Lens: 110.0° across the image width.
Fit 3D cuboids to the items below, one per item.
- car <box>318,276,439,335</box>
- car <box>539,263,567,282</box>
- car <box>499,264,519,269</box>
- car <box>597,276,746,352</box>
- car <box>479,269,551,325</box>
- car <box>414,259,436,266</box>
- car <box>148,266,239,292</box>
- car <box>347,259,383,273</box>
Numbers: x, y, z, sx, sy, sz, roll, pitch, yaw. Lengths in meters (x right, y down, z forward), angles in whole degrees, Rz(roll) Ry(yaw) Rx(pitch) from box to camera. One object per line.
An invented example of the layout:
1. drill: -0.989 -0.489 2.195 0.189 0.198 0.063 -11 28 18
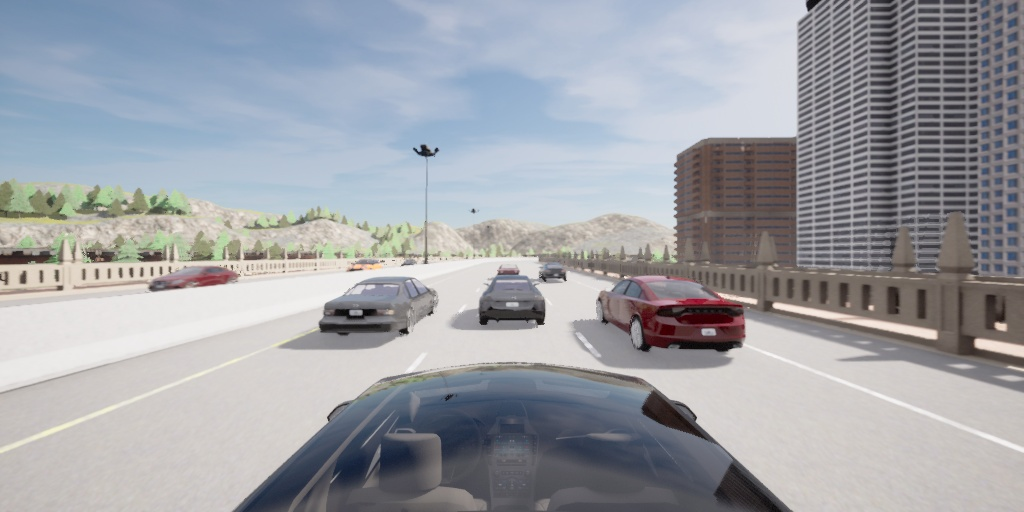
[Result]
1. car: -3.483 1.296 10.439 2.033 1.411 5.357 0 0 -1
2. car: 3.258 1.258 28.996 1.812 1.442 4.674 0 0 -1
3. car: -0.280 1.335 31.703 1.895 1.301 4.718 0 0 -1
4. car: 3.526 1.221 8.944 1.882 1.535 5.008 0 0 -1
5. car: -0.010 1.309 11.898 1.994 1.385 4.181 0 0 -1
6. car: -11.148 1.335 47.682 1.895 1.301 4.718 0 0 0
7. car: -17.806 1.280 20.399 1.812 1.442 4.674 0 0 -1
8. car: -14.514 1.096 35.539 2.097 1.767 4.553 0 0 -1
